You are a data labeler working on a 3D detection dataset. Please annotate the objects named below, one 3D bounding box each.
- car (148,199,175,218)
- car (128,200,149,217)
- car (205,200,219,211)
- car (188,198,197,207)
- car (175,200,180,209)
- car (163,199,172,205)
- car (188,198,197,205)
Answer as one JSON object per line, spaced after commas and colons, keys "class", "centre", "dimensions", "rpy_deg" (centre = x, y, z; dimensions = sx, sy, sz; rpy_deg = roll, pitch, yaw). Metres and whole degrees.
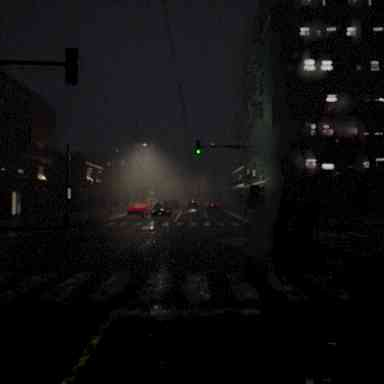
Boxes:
{"class": "car", "centre": [-3.045, 1.802, 34.059], "dimensions": [1.837, 1.490, 4.892], "rpy_deg": [0, 0, 0]}
{"class": "car", "centre": [-5.706, 1.858, 35.567], "dimensions": [1.887, 1.381, 4.507], "rpy_deg": [1, 0, 0]}
{"class": "car", "centre": [2.767, 1.854, 46.986], "dimensions": [1.967, 1.590, 4.097], "rpy_deg": [1, -1, 0]}
{"class": "car", "centre": [0.083, 2.105, 63.228], "dimensions": [2.033, 1.411, 5.357], "rpy_deg": [0, -1, 0]}
{"class": "car", "centre": [-2.970, 1.946, 53.225], "dimensions": [1.882, 1.535, 5.008], "rpy_deg": [0, -1, 1]}
{"class": "car", "centre": [-5.578, 2.246, 75.367], "dimensions": [1.802, 1.307, 4.206], "rpy_deg": [1, -1, 0]}
{"class": "car", "centre": [0.096, 2.022, 73.656], "dimensions": [2.033, 1.411, 5.357], "rpy_deg": [0, -1, 0]}
